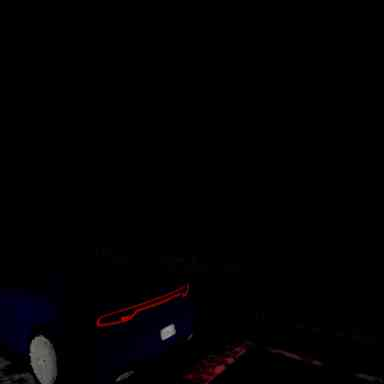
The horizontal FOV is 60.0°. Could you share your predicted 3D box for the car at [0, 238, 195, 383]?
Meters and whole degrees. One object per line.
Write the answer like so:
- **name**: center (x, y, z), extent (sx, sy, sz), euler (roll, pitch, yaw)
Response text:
- **car**: center (-2.297, 1.487, 5.338), extent (5.008, 1.535, 1.882), euler (0, 0, 36)
